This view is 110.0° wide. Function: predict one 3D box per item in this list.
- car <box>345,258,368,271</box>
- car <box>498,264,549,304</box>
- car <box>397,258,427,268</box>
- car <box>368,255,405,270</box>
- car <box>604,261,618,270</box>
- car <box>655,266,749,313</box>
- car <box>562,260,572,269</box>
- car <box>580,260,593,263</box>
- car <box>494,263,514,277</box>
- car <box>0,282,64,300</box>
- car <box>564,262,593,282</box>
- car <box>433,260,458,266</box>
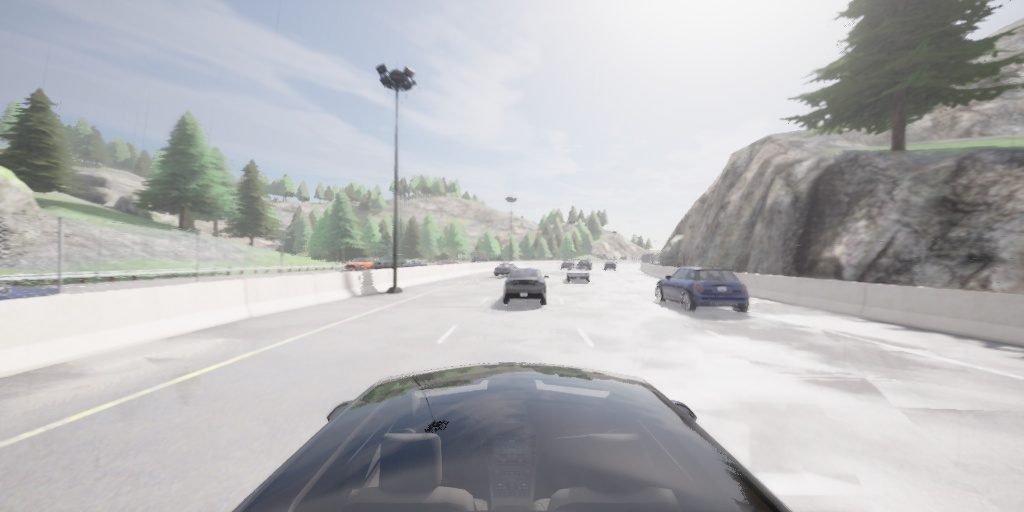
[{"bbox_3d":[-19.747,1.034,47.151,2.097,1.767,4.553,1,0,12],"label":"car"},{"bbox_3d":[0.660,1.304,16.750,1.837,1.490,4.892,0,0,4],"label":"car"},{"bbox_3d":[-12.679,1.314,46.789,1.994,1.385,4.181,1,0,13],"label":"car"},{"bbox_3d":[-16.093,0.938,47.561,2.150,2.045,5.566,0,0,13],"label":"car"},{"bbox_3d":[16.904,1.589,61.390,1.837,1.490,4.892,0,0,19],"label":"car"},{"bbox_3d":[7.643,1.214,14.912,2.097,1.767,4.553,1,0,4],"label":"car"},{"bbox_3d":[9.893,1.509,62.507,2.128,1.511,4.902,0,0,19],"label":"car"},{"bbox_3d":[11.488,1.367,55.995,2.097,1.767,4.553,1,0,17],"label":"car"},{"bbox_3d":[-0.476,1.390,36.546,2.033,1.411,5.357,0,0,11],"label":"car"},{"bbox_3d":[-13.989,1.177,8.111,2.033,1.411,5.357,1,0,2],"label":"car"},{"bbox_3d":[5.683,1.489,31.115,1.895,1.301,4.718,1,0,9],"label":"car"},{"bbox_3d":[-8.831,1.269,47.970,1.882,1.535,5.008,0,0,13],"label":"car"}]
